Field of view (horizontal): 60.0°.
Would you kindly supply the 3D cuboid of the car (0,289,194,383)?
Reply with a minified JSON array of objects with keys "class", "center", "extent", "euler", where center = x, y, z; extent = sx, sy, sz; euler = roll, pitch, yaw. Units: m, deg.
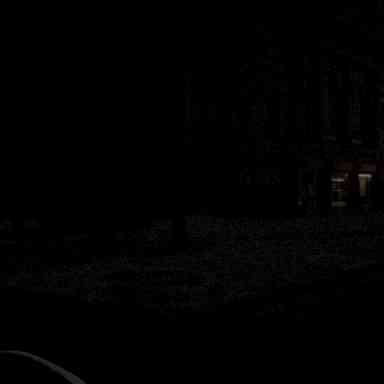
[{"class":"car","center":[-2.254,1.507,1.770],"extent":[4.892,1.490,1.837],"euler":[0,0,-35]}]
